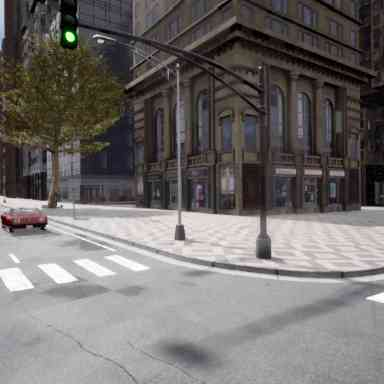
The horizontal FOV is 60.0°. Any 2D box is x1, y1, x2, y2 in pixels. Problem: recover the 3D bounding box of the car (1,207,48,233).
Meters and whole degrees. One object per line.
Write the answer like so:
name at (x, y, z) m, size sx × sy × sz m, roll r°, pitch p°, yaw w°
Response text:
car at (-9.976, 1.552, 19.572) m, size 1.895 × 1.301 × 4.718 m, roll -1°, pitch 0°, yaw -35°
